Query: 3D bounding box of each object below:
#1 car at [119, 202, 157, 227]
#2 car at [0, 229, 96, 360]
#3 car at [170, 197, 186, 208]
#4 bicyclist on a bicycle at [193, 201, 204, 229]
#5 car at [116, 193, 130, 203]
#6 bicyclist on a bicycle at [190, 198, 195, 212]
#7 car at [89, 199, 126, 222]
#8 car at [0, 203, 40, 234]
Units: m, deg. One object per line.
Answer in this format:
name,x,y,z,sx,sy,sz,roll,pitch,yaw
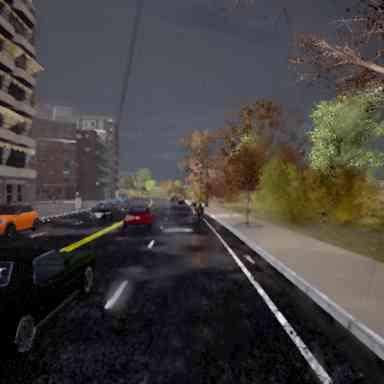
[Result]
car,-3.592,1.653,23.453,1.994,1.385,4.181,0,0,-2
car,-3.192,1.627,5.912,1.895,1.301,4.718,0,0,0
car,-1.914,1.673,51.547,2.128,1.511,4.902,0,0,-4
bicyclist on a bicycle,0.536,1.528,21.194,0.582,1.620,1.656,0,0,-2
car,-12.498,1.260,60.568,2.150,2.045,5.566,0,0,-8
bicyclist on a bicycle,0.152,1.481,31.130,0.659,1.776,1.843,0,0,-3
car,-7.202,1.603,27.788,2.128,1.511,4.902,0,0,-2
car,-10.119,1.433,18.000,2.097,1.767,4.553,0,0,-2
